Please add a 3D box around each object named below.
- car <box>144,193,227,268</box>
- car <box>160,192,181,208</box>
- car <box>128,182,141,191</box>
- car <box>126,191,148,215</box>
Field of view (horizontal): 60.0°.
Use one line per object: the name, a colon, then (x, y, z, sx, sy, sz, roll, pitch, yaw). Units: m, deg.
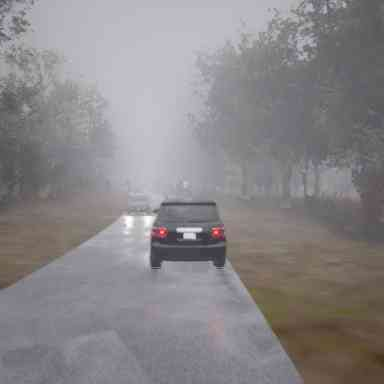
car: (-0.173, 1.179, 11.247, 2.150, 2.045, 5.566, 0, 1, -2)
car: (-2.329, 0.800, 35.608, 1.895, 1.301, 4.718, 1, 2, -8)
car: (-11.683, -0.939, 67.557, 2.150, 2.045, 5.566, 1, 2, -14)
car: (-4.336, 0.993, 27.593, 1.837, 1.490, 4.892, 1, 2, -6)
